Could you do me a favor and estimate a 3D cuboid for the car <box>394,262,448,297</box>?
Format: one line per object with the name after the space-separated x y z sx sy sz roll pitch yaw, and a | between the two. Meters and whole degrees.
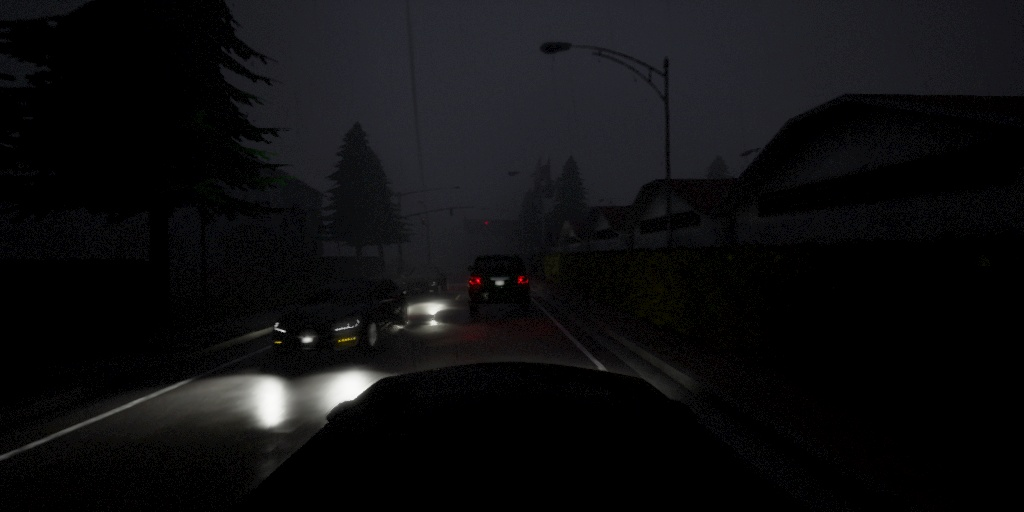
-4.609 1.285 19.390 1.882 1.535 5.008 -1 0 -3 | car

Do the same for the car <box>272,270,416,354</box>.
-3.974 1.315 9.123 1.837 1.490 4.892 -1 0 -4 | car

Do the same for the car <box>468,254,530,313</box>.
-0.566 0.963 14.297 2.150 2.045 5.566 -1 0 -4 | car
